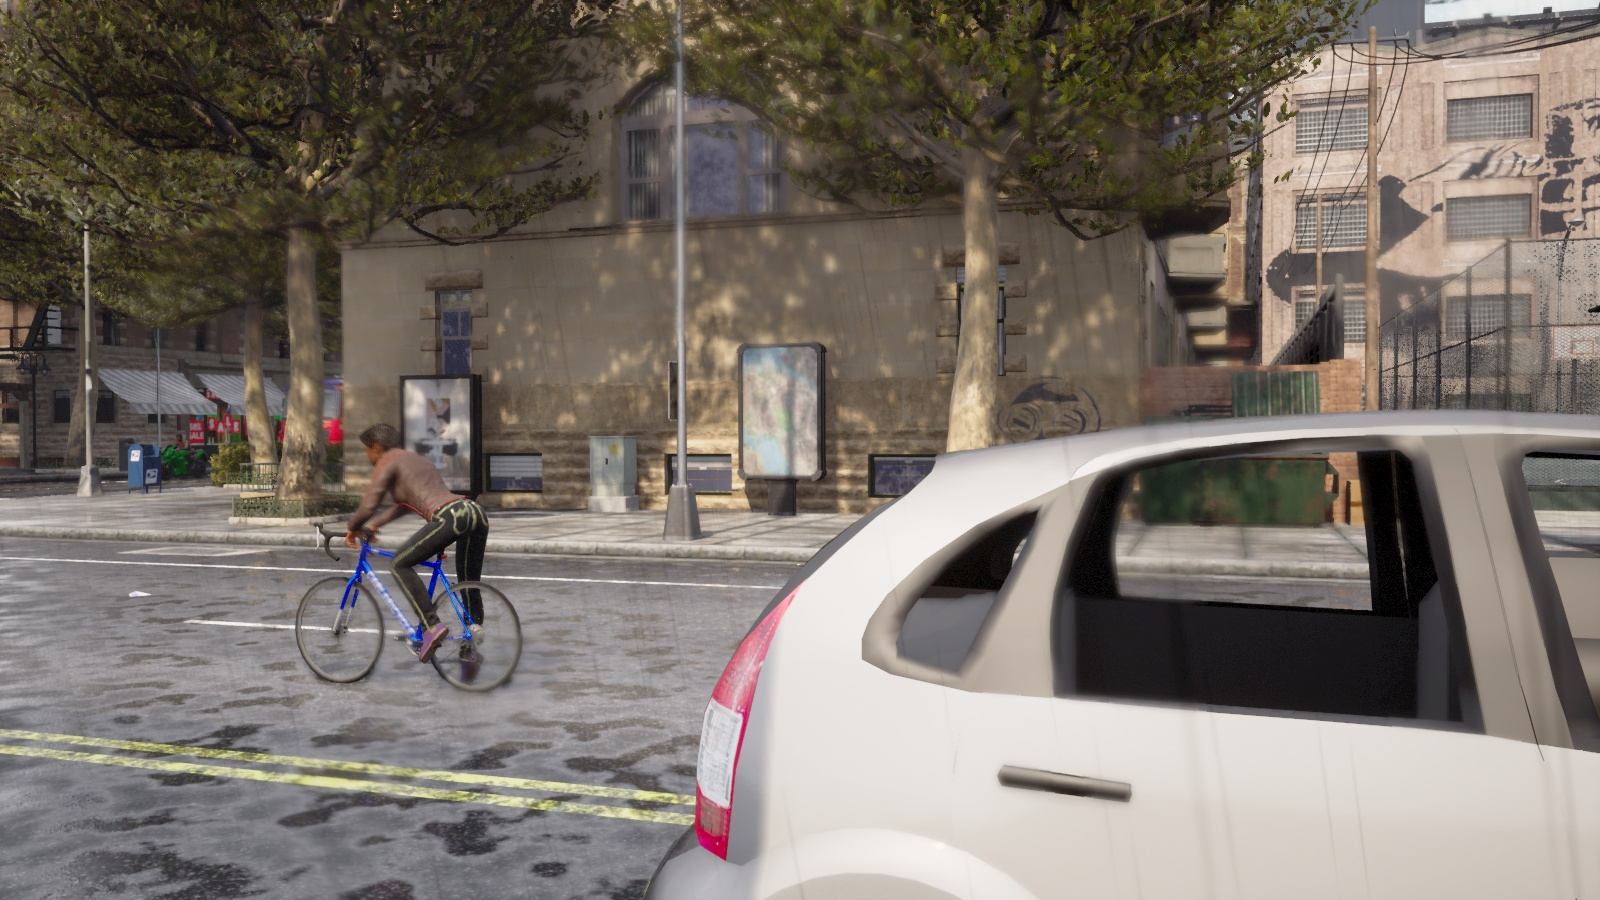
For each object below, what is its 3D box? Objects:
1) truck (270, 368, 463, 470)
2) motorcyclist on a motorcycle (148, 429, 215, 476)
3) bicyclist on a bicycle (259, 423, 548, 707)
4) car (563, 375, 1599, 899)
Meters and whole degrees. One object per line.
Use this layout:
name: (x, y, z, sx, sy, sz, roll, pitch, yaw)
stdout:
truck: (-17.521, -1.230, 51.577, 2.891, 3.827, 8.468, 1, 1, 19)
motorcyclist on a motorcycle: (-20.733, 0.056, 42.158, 0.797, 1.523, 2.044, 1, 1, 19)
bicyclist on a bicycle: (-2.426, 0.647, 7.694, 1.656, 1.620, 0.582, 0, 1, 19)
car: (1.739, 0.689, 2.607, 3.988, 1.617, 1.851, 1, 1, 19)
